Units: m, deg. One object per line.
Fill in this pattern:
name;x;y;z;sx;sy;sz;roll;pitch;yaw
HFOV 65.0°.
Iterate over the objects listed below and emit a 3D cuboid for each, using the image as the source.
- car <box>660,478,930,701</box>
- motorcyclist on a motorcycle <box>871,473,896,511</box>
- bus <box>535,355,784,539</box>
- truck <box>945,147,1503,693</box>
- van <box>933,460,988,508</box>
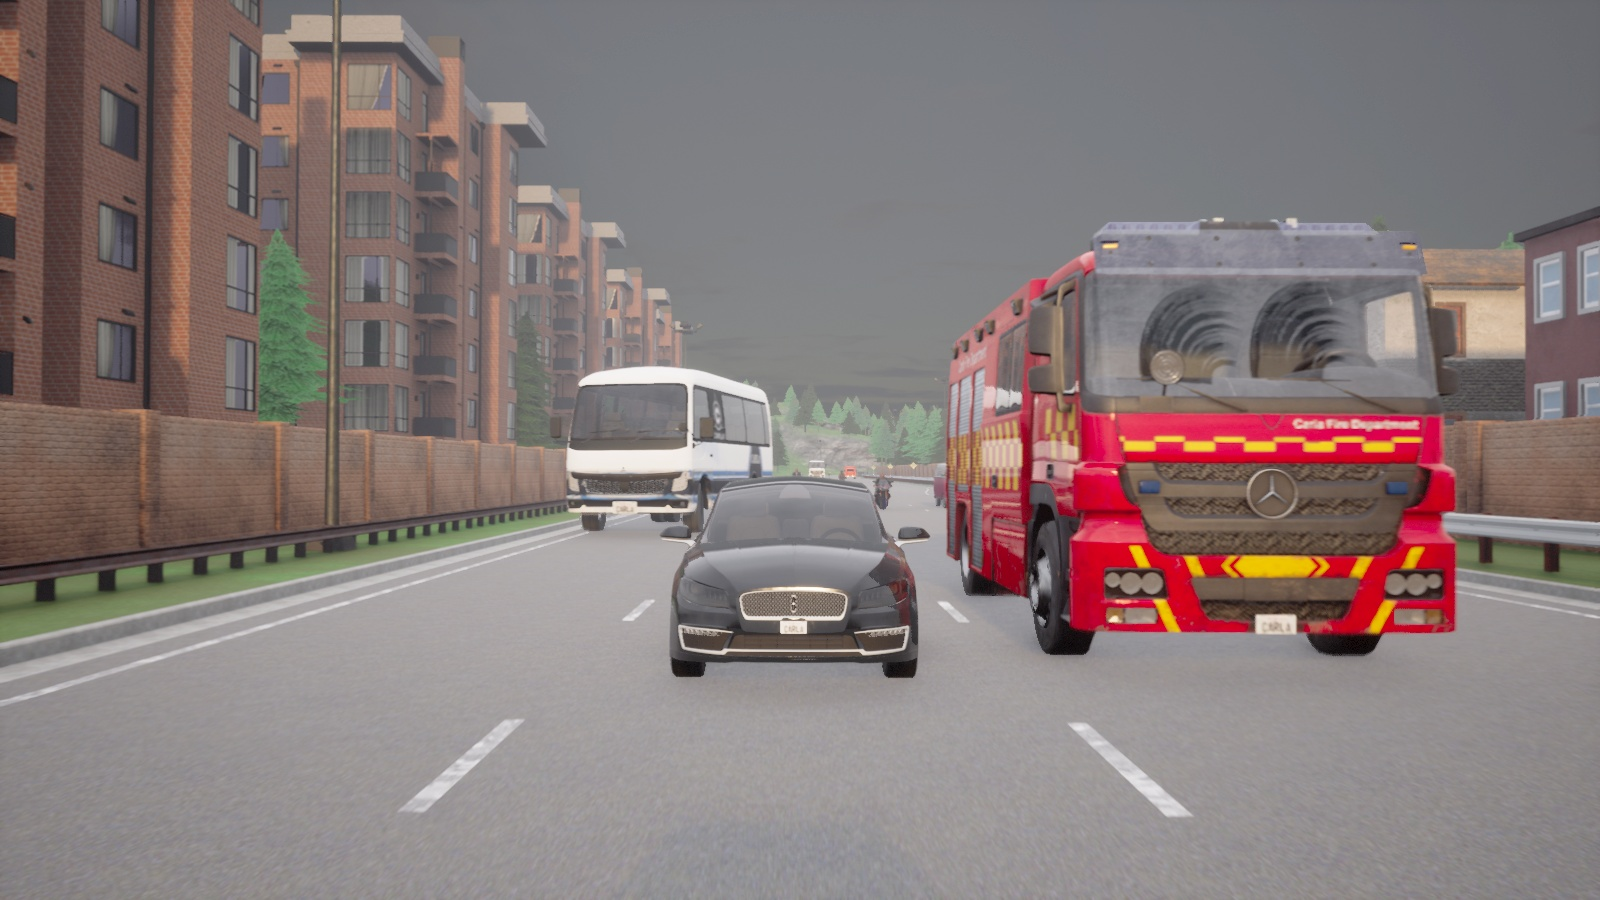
car;-0.035;1.004;11.021;1.837;1.490;4.892;0;-1;0
motorcyclist on a motorcycle;3.375;1.691;51.088;0.866;1.530;2.191;0;-1;0
bus;-3.417;0.032;34.649;3.944;4.253;10.273;-1;-1;11
truck;3.464;-0.145;13.057;2.891;3.827;8.468;0;-1;0
van;6.867;1.446;54.153;1.775;1.987;4.442;0;-1;0
